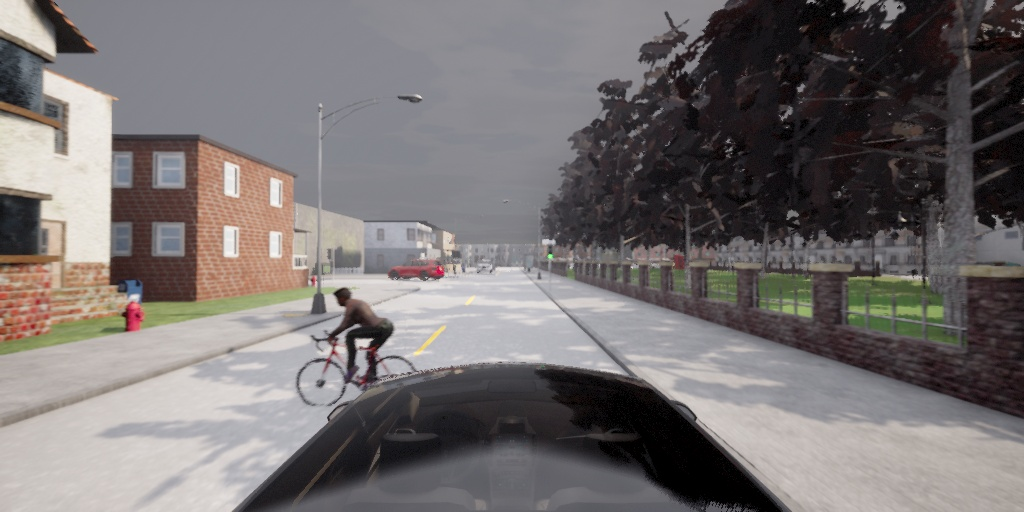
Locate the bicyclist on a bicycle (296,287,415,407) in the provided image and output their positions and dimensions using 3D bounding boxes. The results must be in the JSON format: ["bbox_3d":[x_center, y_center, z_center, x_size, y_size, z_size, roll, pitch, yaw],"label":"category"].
[{"bbox_3d":[-2.116,1.243,4.869,1.656,1.620,0.582,-2,-1,-1],"label":"bicyclist on a bicycle"}]

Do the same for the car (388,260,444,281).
[{"bbox_3d":[-9.401,1.393,35.223,5.566,2.045,2.150,0,-2,17],"label":"car"}]

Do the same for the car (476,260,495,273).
[{"bbox_3d":[-4.287,1.655,56.293,2.150,2.045,5.566,0,-1,0],"label":"car"}]
